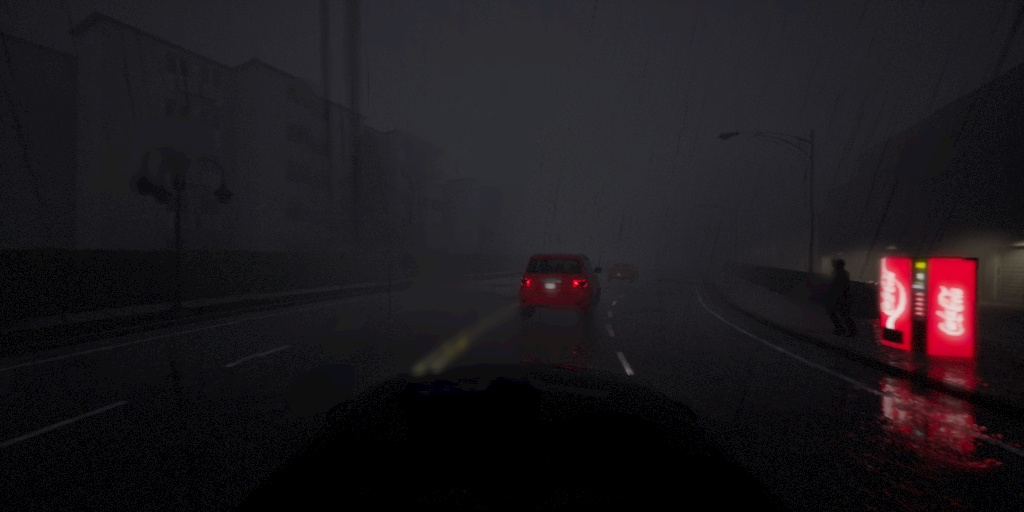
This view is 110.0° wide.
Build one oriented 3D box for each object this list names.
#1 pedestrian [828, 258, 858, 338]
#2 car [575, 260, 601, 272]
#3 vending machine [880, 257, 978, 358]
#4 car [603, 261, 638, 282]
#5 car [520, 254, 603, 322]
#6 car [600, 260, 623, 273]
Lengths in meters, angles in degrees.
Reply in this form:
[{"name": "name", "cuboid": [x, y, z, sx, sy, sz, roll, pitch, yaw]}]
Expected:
[{"name": "pedestrian", "cuboid": [7.657, 0.948, 8.354, 0.375, 1.860, 0.375, 1, 0, 12]}, {"name": "car", "cuboid": [10.151, 1.287, 47.693, 2.033, 1.411, 5.357, 1, 0, 26]}, {"name": "vending machine", "cuboid": [8.429, 1.012, 7.334, 1.100, 2.100, 0.880, 0, 0, 11]}, {"name": "car", "cuboid": [9.087, 1.250, 29.148, 1.882, 1.535, 5.008, 1, 0, 26]}, {"name": "car", "cuboid": [1.868, 0.960, 12.694, 2.150, 2.045, 5.566, 0, 0, 17]}, {"name": "car", "cuboid": [12.305, 1.293, 44.170, 1.812, 1.442, 4.674, 1, 0, 26]}]
